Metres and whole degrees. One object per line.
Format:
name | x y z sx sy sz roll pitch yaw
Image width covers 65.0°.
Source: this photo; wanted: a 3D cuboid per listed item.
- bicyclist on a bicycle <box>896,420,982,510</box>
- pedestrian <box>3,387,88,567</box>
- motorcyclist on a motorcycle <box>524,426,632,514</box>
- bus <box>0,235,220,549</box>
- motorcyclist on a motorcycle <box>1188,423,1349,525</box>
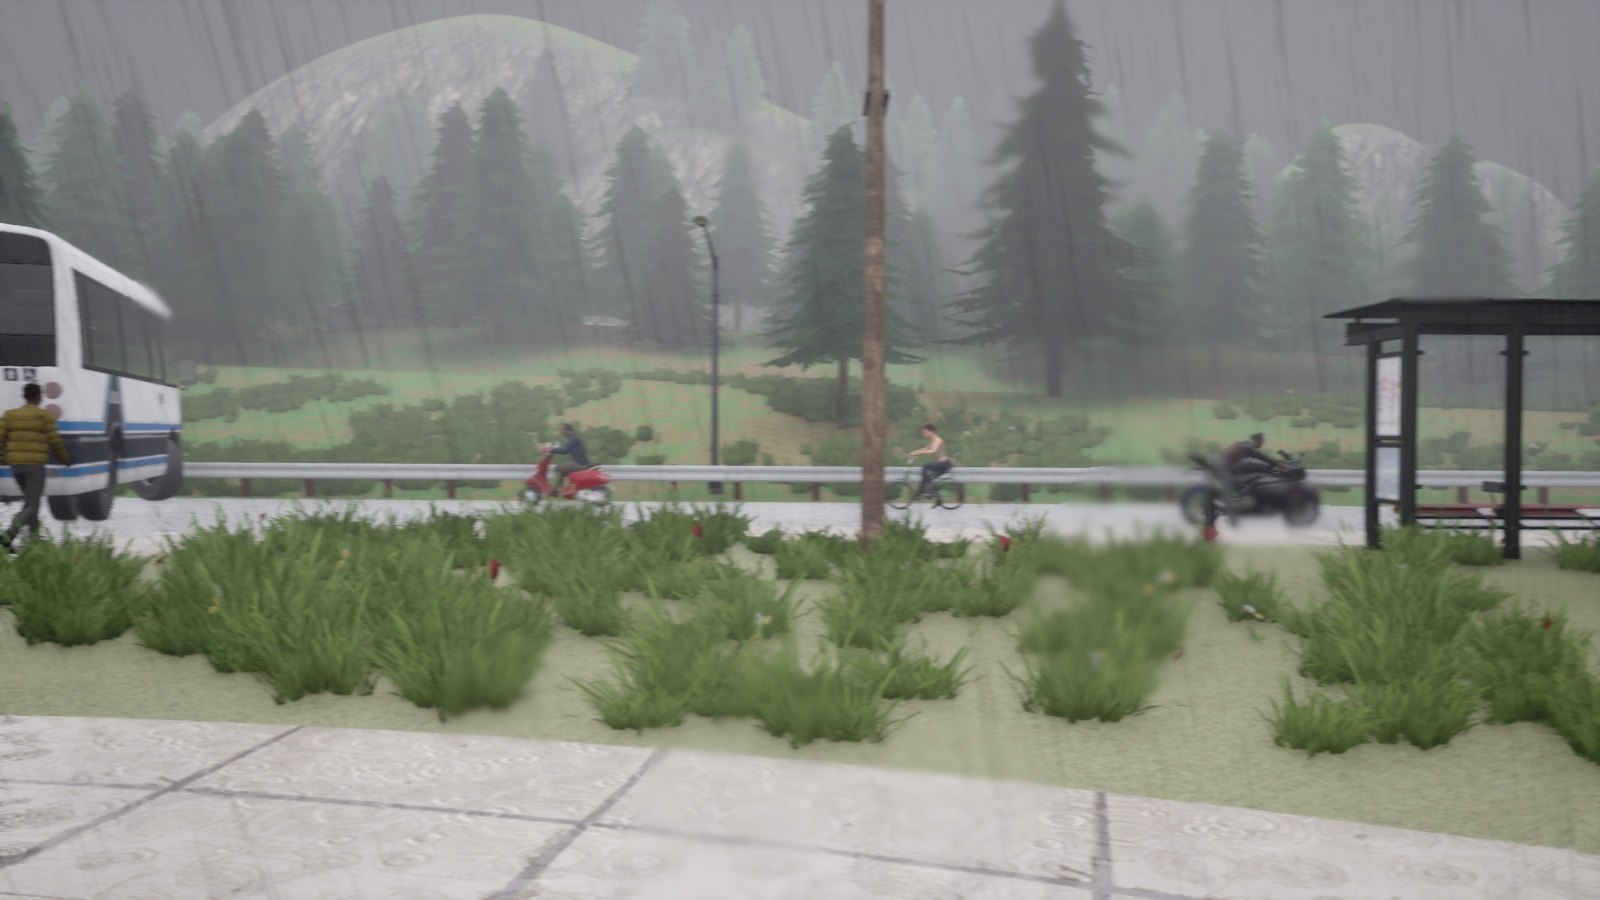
bicyclist on a bicycle | 2.557 0.268 23.277 1.509 1.612 0.866 -1 1 2
pedestrian | -7.950 0.274 13.247 0.431 1.840 0.709 -1 1 0
motorcyclist on a motorcycle | -4.130 0.365 23.462 1.817 1.590 0.866 -1 1 1
bus | -12.885 -0.827 21.734 3.944 4.253 10.273 -1 1 -18
motorcyclist on a motorcycle | 7.301 0.366 19.654 2.191 1.530 0.866 -1 1 2
